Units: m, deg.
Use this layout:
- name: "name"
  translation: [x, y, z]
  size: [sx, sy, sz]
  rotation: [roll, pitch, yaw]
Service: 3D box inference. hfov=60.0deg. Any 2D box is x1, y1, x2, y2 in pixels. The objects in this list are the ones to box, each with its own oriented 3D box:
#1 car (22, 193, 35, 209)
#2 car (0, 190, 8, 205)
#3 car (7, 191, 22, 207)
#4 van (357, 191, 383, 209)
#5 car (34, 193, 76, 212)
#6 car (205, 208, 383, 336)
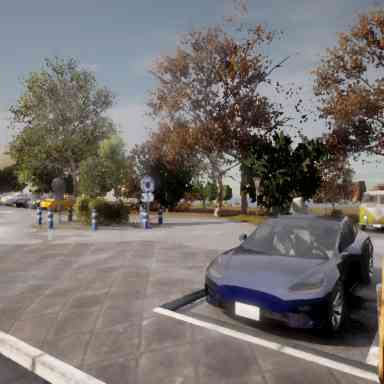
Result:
- name: "car"
  translation: [-14.508, 0.844, 34.378]
  size: [2.185, 1.767, 4.553]
  rotation: [2, 1, 36]
- name: "car"
  translation: [-18.913, 0.835, 37.534]
  size: [2.002, 1.452, 4.674]
  rotation: [2, 1, 36]
- name: "car"
  translation: [-16.688, 0.914, 35.885]
  size: [2.163, 1.488, 4.792]
  rotation: [2, 1, 36]
- name: "van"
  translation: [9.726, 0.924, 16.912]
  size: [1.878, 1.987, 4.442]
  rotation: [2, 2, 36]
- name: "car"
  translation: [-12.291, 1.059, 32.724]
  size: [2.097, 1.535, 5.008]
  rotation: [2, 1, 36]
- name: "car"
  translation: [2.152, 1.185, 6.368]
  size: [2.163, 1.488, 4.792]
  rotation: [2, 1, 36]
